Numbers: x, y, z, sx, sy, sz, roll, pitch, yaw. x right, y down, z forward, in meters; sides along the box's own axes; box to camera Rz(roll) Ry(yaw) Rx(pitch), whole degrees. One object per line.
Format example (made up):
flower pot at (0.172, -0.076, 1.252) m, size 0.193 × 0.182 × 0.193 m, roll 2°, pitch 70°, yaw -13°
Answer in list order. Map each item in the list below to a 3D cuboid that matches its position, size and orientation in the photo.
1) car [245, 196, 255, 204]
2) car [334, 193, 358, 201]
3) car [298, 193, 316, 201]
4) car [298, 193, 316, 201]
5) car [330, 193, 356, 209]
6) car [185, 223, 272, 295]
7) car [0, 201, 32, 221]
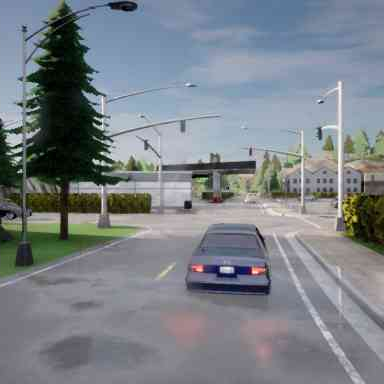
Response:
car at (11.231, 1.526, 64.763) m, size 1.812 × 1.442 × 4.674 m, roll 0°, pitch 0°, yaw 10°
car at (34.568, 1.097, 74.643) m, size 4.605 × 1.855 × 1.932 m, roll 0°, pitch 0°, yaw 10°
car at (27.398, 1.077, 79.257) m, size 3.866 × 1.878 × 1.905 m, roll 0°, pitch 0°, yaw 10°
car at (26.214, 1.361, 76.091) m, size 3.806 × 1.475 × 1.970 m, roll 0°, pitch 0°, yaw 10°
car at (20.262, 1.330, 42.355) m, size 5.027 × 1.636 × 2.152 m, roll 0°, pitch 0°, yaw 10°
car at (1.093, 1.547, 8.884) m, size 2.033 × 1.411 × 5.357 m, roll 0°, pitch 0°, yaw 10°
car at (-15.526, 1.492, 27.173) m, size 4.902 × 1.511 × 2.128 m, roll 0°, pitch 0°, yaw 10°
